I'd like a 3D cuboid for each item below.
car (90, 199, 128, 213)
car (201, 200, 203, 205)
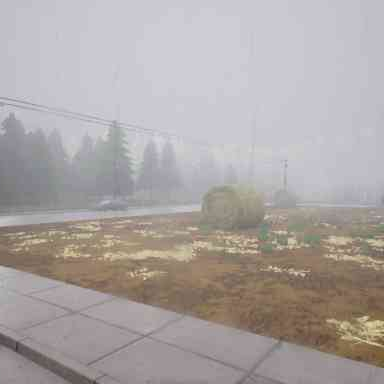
[{"bbox_3d":[-9.349,1.553,37.755,1.812,1.442,4.674,0,0,37],"label":"car"},{"bbox_3d":[3.370,1.536,54.755,1.837,1.490,4.892,0,0,37],"label":"car"}]
